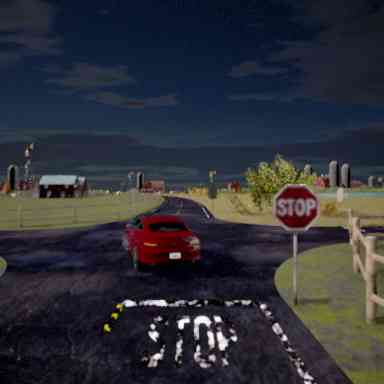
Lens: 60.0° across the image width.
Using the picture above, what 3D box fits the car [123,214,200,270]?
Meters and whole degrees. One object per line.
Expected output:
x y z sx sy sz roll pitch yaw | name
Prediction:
-1.094 1.449 10.788 1.812 1.442 4.674 0 1 -17 | car
